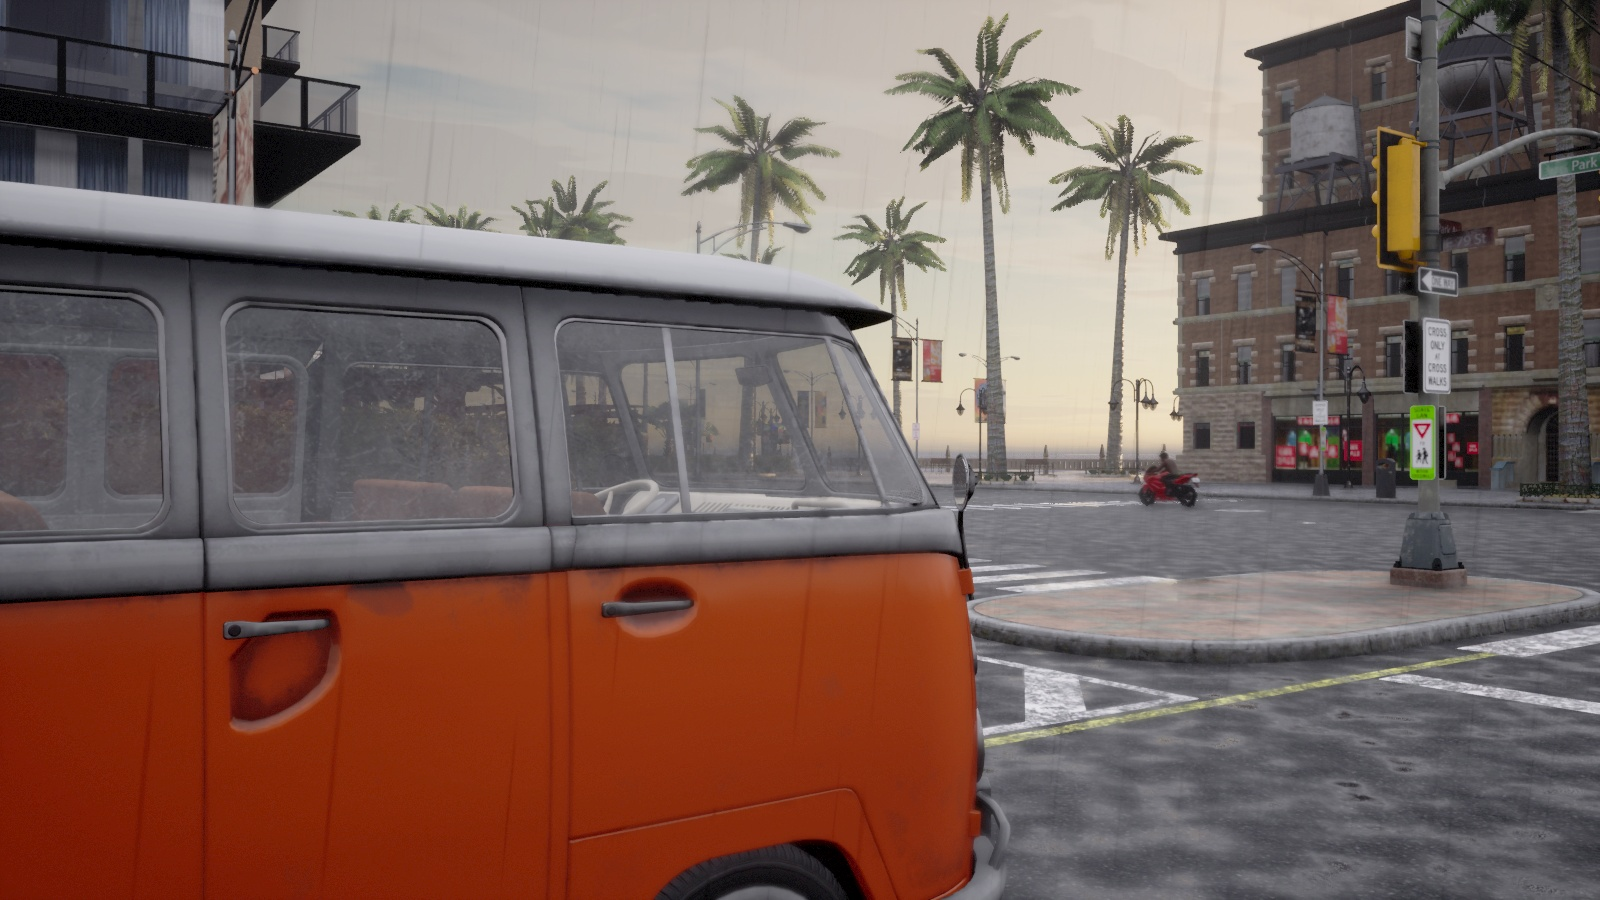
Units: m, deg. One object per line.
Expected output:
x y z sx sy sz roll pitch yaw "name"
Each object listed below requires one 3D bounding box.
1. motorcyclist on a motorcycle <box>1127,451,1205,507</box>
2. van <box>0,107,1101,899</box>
10.196 0.791 35.037 0.797 1.523 2.044 0 0 -34 "motorcyclist on a motorcycle"
-1.588 0.507 2.554 4.442 1.987 1.775 0 0 -35 "van"
